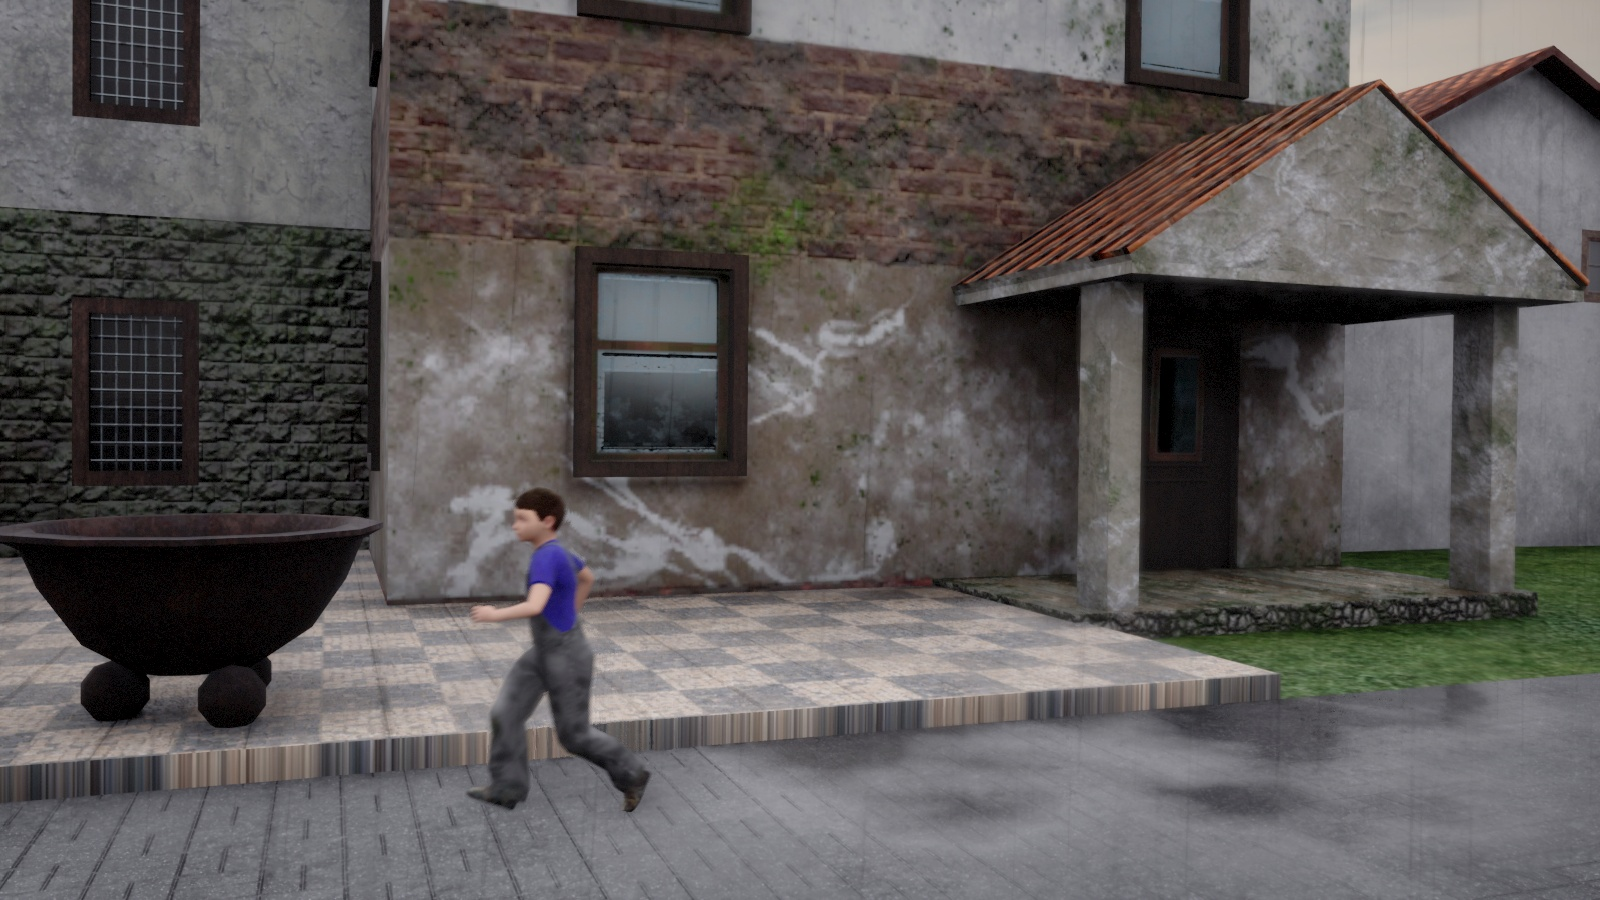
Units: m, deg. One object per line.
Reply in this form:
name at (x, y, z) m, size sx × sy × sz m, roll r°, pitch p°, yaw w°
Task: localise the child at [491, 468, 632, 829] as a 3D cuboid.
child at (-0.886, 0.706, 4.663) m, size 0.437 × 1.263 × 0.270 m, roll -1°, pitch 1°, yaw -27°
